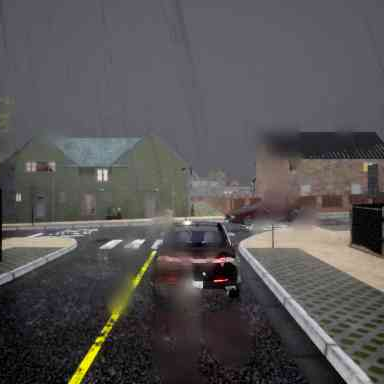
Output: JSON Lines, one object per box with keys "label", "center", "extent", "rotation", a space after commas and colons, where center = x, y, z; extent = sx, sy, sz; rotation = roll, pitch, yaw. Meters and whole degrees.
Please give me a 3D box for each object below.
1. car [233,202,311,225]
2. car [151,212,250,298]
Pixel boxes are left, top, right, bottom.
{"label": "car", "center": [4.767, 1.327, 21.131], "extent": [5.357, 1.411, 2.033], "rotation": [-2, 0, -11]}
{"label": "car", "center": [0.134, 1.493, 8.537], "extent": [2.128, 1.511, 4.902], "rotation": [0, 0, 2]}
